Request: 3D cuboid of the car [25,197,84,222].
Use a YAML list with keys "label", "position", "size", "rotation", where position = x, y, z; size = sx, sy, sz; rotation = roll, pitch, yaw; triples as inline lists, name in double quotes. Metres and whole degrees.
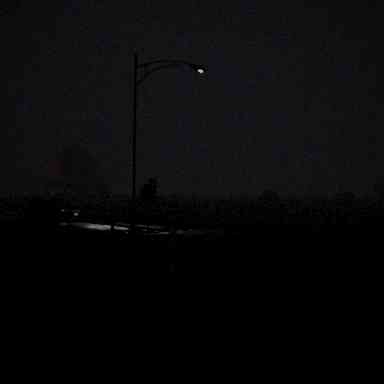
- label: "car"
  position: [-9.354, 1.124, 22.553]
  size: [4.902, 1.511, 2.128]
  rotation: [1, 0, 35]
